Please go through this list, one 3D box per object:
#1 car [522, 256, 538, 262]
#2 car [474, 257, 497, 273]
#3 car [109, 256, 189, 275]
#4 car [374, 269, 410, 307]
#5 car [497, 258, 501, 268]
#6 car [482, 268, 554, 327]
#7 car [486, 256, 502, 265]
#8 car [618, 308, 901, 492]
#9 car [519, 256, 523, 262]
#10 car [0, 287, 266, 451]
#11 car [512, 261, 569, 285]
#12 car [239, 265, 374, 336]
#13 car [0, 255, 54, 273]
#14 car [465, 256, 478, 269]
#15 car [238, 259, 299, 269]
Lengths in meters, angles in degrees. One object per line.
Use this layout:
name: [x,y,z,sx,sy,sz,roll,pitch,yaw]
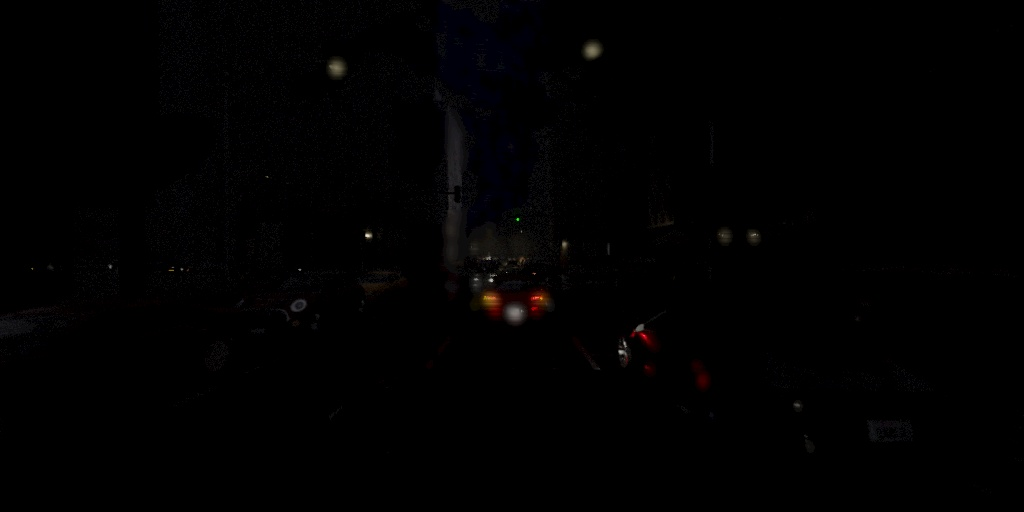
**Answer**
car: [2.776,1.116,47.582,1.967,1.591,4.097,0,0,0]
car: [-3.087,1.210,42.427,1.812,1.442,4.674,0,0,0]
car: [-27.314,0.706,27.060,4.892,1.490,1.837,1,0,0]
car: [-5.759,1.251,15.444,1.751,1.417,4.829,0,0,0]
car: [-3.071,1.234,52.395,1.994,1.385,4.181,0,0,0]
car: [0.091,1.259,11.317,1.812,1.442,4.674,0,0,0]
car: [-3.015,1.148,62.500,2.128,1.511,4.902,0,0,1]
car: [2.763,1.310,4.700,1.948,1.339,4.313,0,0,0]
car: [2.781,1.205,63.894,2.007,1.370,4.403,0,0,0]
car: [-5.763,1.290,4.700,1.888,1.381,4.507,0,0,0]
car: [2.156,1.254,23.874,1.837,1.490,4.892,-3,-2,30]
car: [-5.761,1.175,10.157,1.967,1.591,4.097,0,0,0]
car: [-37.238,0.577,27.049,4.181,1.385,1.994,1,0,0]
car: [-5.748,0.984,53.022,2.192,1.841,5.009,0,0,0]
car: [-17.815,0.890,27.074,4.892,1.490,1.837,1,0,0]
